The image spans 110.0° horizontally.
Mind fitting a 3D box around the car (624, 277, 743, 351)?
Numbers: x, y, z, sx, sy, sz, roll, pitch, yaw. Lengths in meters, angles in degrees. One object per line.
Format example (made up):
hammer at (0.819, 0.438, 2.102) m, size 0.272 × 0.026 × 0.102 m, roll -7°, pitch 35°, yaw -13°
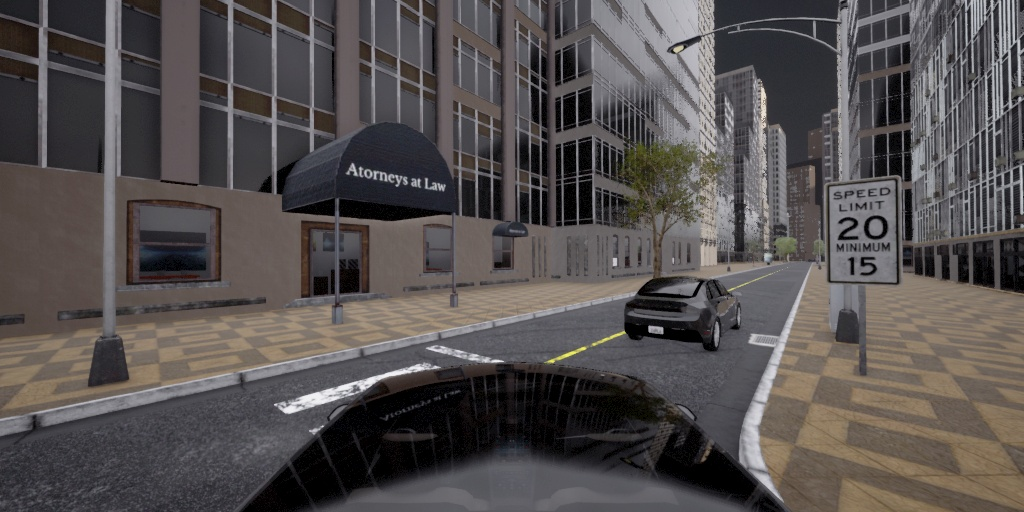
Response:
car at (4.488, 1.257, 9.145) m, size 1.837 × 1.490 × 4.892 m, roll -1°, pitch 0°, yaw 40°
